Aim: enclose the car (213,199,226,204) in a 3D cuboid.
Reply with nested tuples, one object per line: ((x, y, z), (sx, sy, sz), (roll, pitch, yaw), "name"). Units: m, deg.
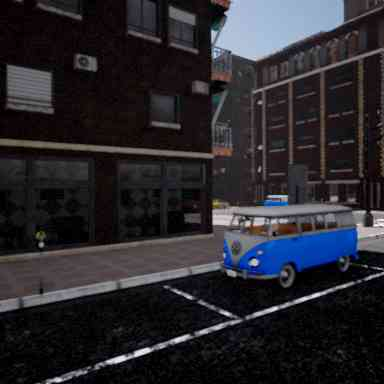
((3.306, 1.677, 47.171), (1.752, 1.417, 4.829), (-2, 0, -36), "car")

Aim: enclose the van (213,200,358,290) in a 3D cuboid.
((2.582, 1.238, 8.536), (3.998, 1.788, 1.690), (-1, 1, -35), "van")

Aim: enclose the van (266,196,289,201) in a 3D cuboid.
((10.132, 1.301, 37.976), (1.690, 1.788, 3.998), (-2, 0, -36), "van")
